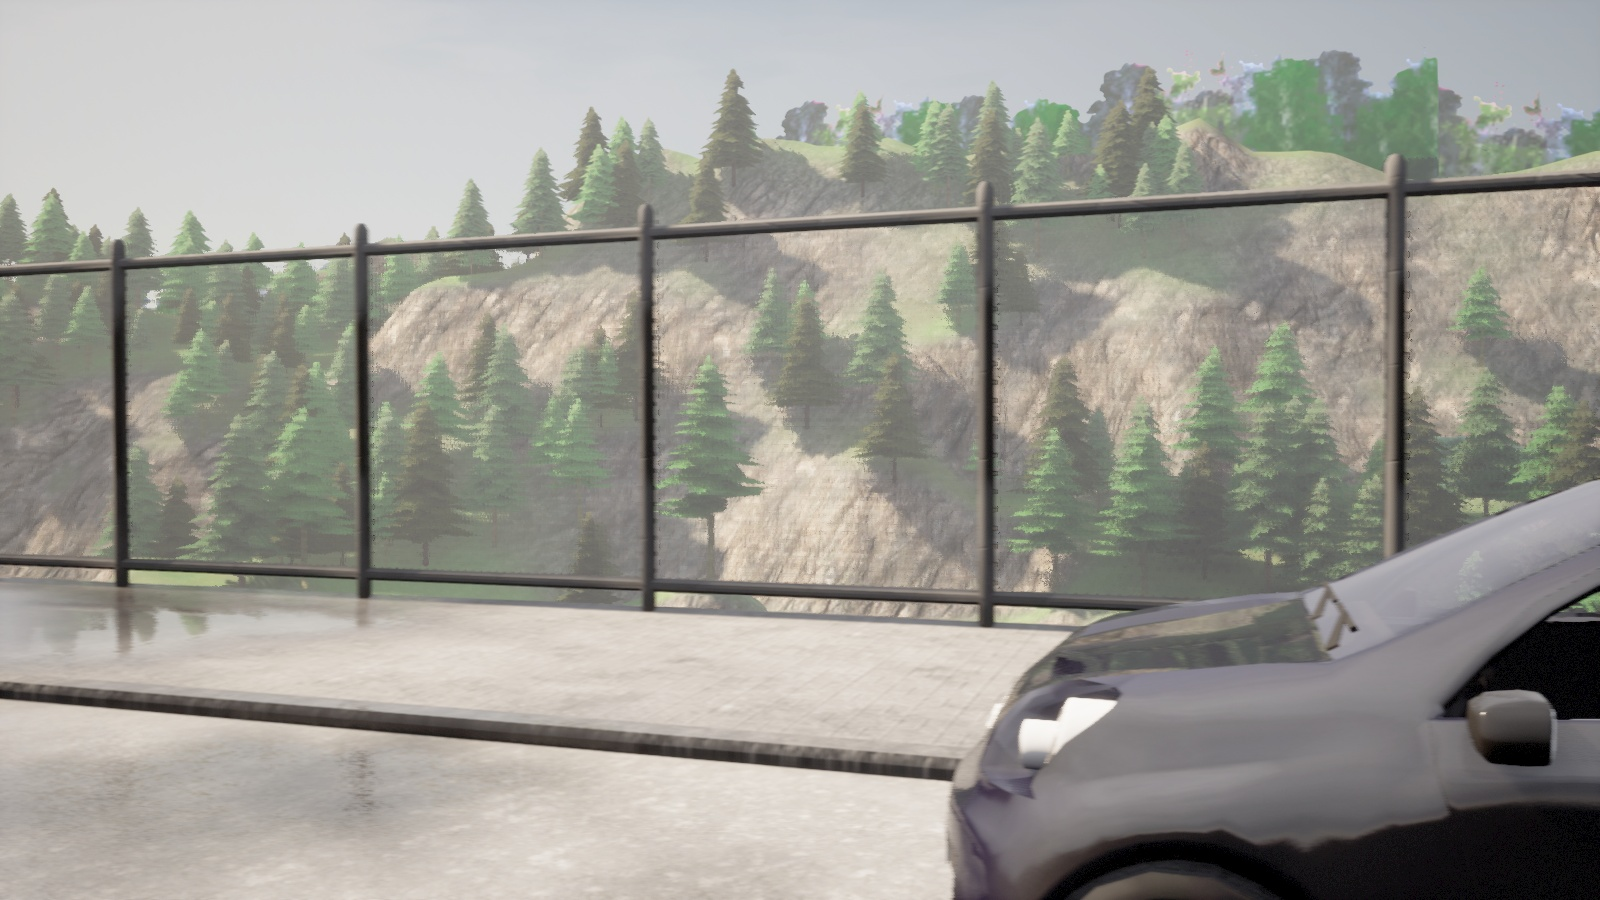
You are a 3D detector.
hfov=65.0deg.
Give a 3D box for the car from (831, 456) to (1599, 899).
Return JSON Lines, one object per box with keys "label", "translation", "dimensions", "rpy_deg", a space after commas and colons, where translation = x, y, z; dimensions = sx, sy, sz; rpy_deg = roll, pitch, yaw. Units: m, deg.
{"label": "car", "translation": [2.083, 0.800, 3.020], "dimensions": [3.633, 1.501, 1.845], "rpy_deg": [1, 1, 19]}
